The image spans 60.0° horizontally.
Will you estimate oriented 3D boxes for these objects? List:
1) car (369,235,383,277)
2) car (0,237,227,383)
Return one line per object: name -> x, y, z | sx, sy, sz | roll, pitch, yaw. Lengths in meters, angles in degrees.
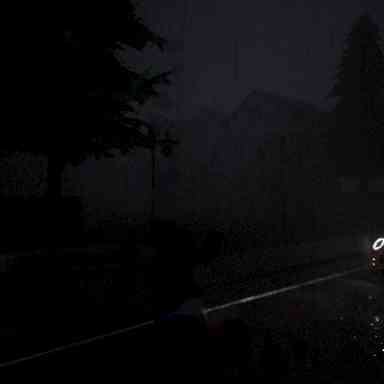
car -> 6.632, 1.273, 8.708 | 4.553, 1.767, 2.097 | -1, 0, -35
car -> -1.961, 1.353, 2.582 | 4.553, 1.767, 2.097 | -1, 0, -35
